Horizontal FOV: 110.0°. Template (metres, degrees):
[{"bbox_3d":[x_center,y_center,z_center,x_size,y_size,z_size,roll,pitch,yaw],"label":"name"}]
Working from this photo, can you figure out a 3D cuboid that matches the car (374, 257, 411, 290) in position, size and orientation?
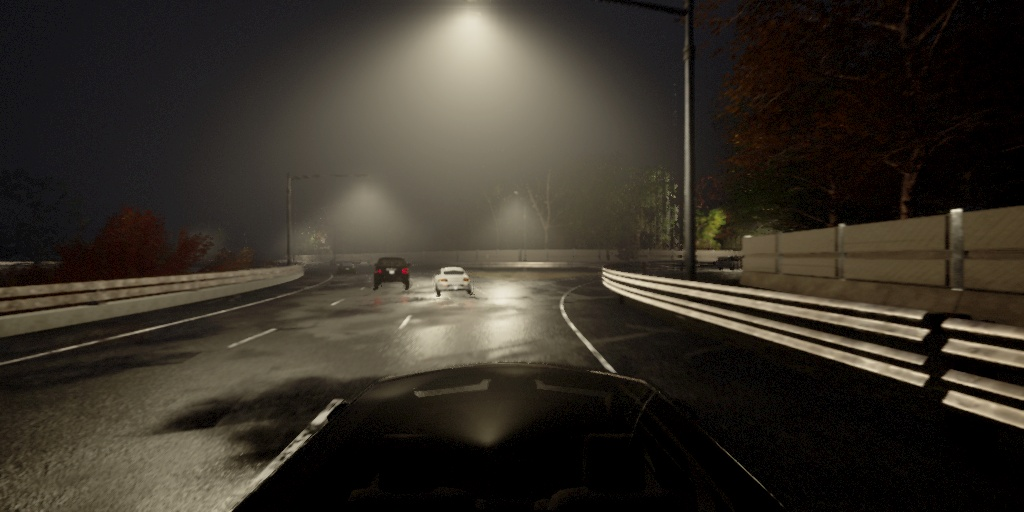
[{"bbox_3d":[-8.034,1.081,24.154,2.150,2.045,5.566,0,0,-17],"label":"car"}]

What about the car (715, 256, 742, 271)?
[{"bbox_3d":[31.570,1.027,51.120,5.566,2.045,2.150,0,0,-23],"label":"car"}]

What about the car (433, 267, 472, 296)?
[{"bbox_3d":[-3.359,1.353,20.016,1.812,1.442,4.674,0,0,-14],"label":"car"}]

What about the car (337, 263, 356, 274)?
[{"bbox_3d":[-21.188,1.550,45.787,1.994,1.385,4.181,0,0,-29],"label":"car"}]
